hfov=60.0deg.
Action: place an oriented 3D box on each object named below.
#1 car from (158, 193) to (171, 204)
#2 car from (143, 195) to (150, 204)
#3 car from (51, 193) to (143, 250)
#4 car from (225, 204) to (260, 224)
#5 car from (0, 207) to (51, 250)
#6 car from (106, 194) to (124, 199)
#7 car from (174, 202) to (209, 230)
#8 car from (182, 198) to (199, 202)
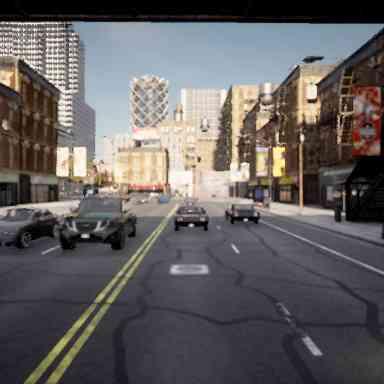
[{"bbox_3d":[-4.656,1.203,55.327,1.882,1.535,5.008,0,0,-10],"label":"car"},{"bbox_3d":[-8.158,1.218,55.218,2.128,1.511,4.902,0,0,-11],"label":"car"},{"bbox_3d":[-3.703,1.151,14.231,2.150,2.045,5.566,0,0,0],"label":"car"},{"bbox_3d":[3.424,1.482,23.516,1.895,1.301,4.718,0,0,0],"label":"car"},{"bbox_3d":[-7.201,1.423,14.127,2.128,1.511,4.902,0,0,0],"label":"car"},{"bbox_3d":[-21.176,1.147,91.191,4.718,1.301,1.895,0,0,29],"label":"car"},{"bbox_3d":[-0.050,1.499,20.211,1.895,1.301,4.718,0,0,0],"label":"car"},{"bbox_3d":[-0.192,1.359,37.718,2.033,1.411,5.357,0,0,0],"label":"car"}]
